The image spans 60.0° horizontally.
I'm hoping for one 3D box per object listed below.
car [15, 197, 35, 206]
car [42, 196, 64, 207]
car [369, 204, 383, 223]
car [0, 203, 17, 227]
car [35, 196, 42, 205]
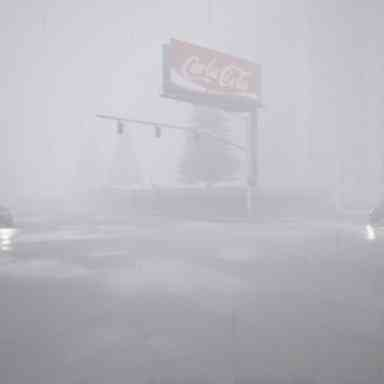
[{"bbox_3d":[-27.407,1.525,54.000,1.994,1.385,4.181,0,0,-36],"label":"car"},{"bbox_3d":[-21.334,1.449,51.561,1.837,1.490,4.892,0,0,-36],"label":"car"},{"bbox_3d":[14.114,1.238,22.702,4.553,1.767,2.097,0,0,-34],"label":"car"},{"bbox_3d":[-13.074,1.556,21.823,1.994,1.385,4.181,0,0,-36],"label":"car"},{"bbox_3d":[-26.832,1.422,59.184,1.882,1.535,5.008,0,0,-36],"label":"car"}]
